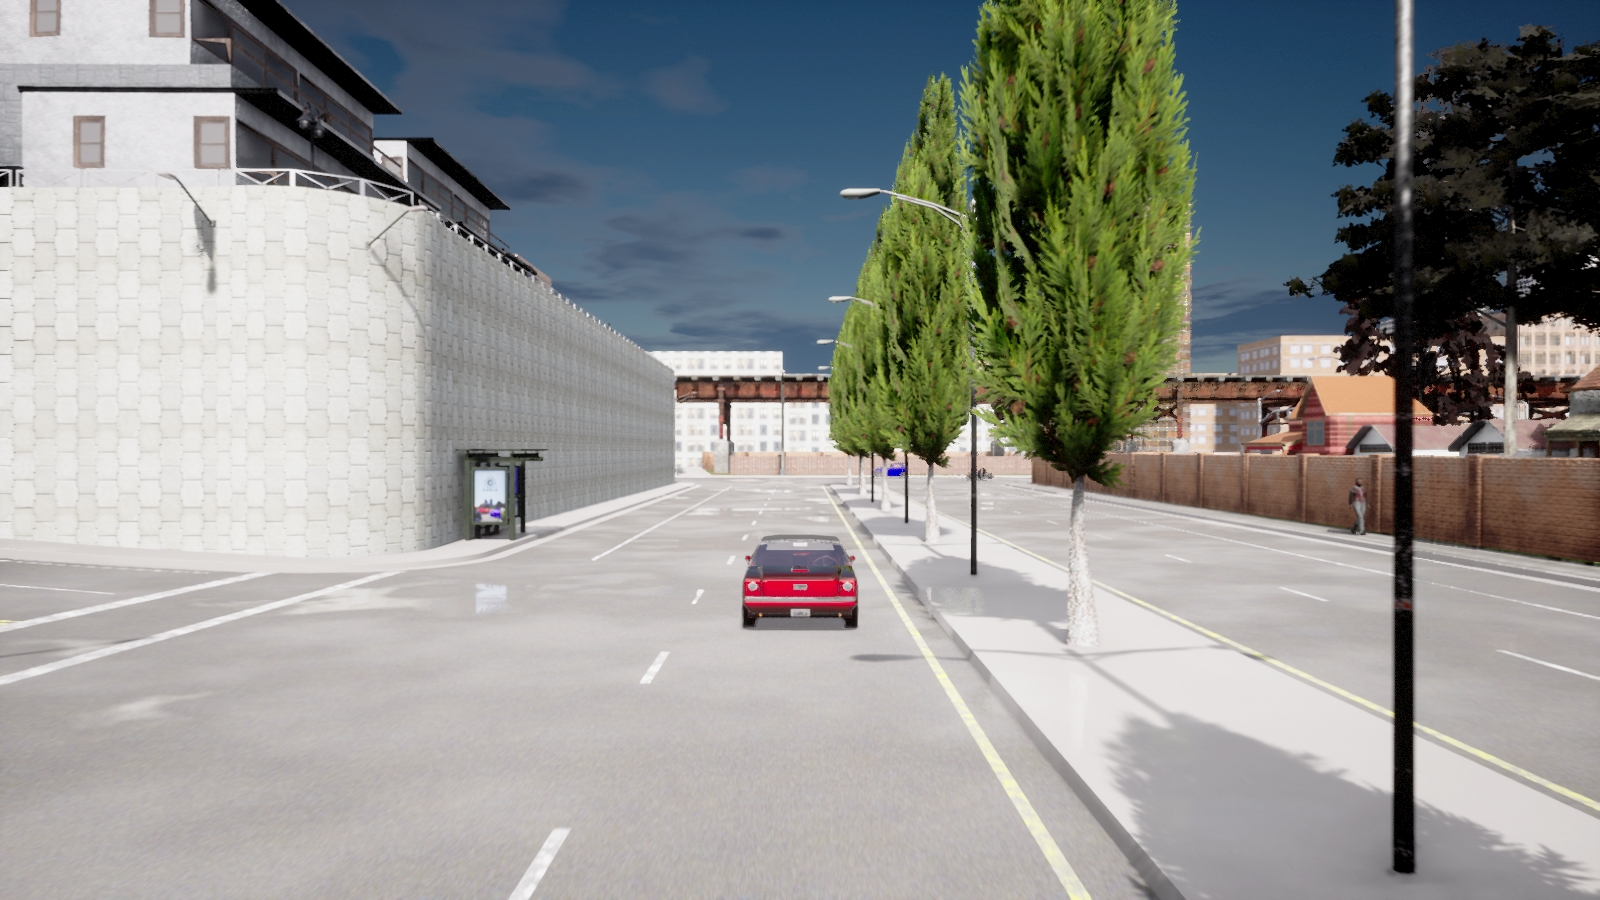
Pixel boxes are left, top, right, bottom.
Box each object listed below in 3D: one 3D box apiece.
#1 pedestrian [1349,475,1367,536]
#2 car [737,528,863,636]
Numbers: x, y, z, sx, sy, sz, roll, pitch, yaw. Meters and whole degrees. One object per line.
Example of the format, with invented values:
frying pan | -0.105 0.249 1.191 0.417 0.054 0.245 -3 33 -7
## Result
pedestrian | 17.192 1.698 35.223 0.375 1.860 0.375 0 0 1
car | 0.002 2.150 19.553 1.895 1.301 4.718 0 0 0
